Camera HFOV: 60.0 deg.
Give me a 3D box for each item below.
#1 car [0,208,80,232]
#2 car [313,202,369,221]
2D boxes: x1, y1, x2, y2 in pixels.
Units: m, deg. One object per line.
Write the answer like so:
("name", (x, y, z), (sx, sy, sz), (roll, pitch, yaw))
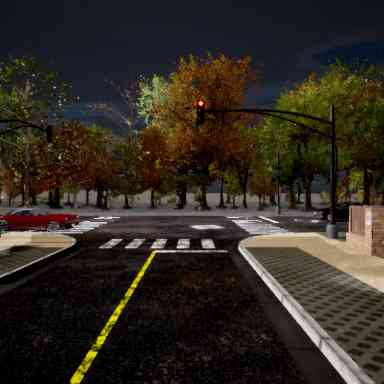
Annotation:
("car", (-9.014, 1.567, 19.272), (4.718, 1.301, 1.895), (0, 0, 5))
("car", (12.148, 1.556, 26.402), (4.892, 1.490, 1.837), (0, 0, 0))
